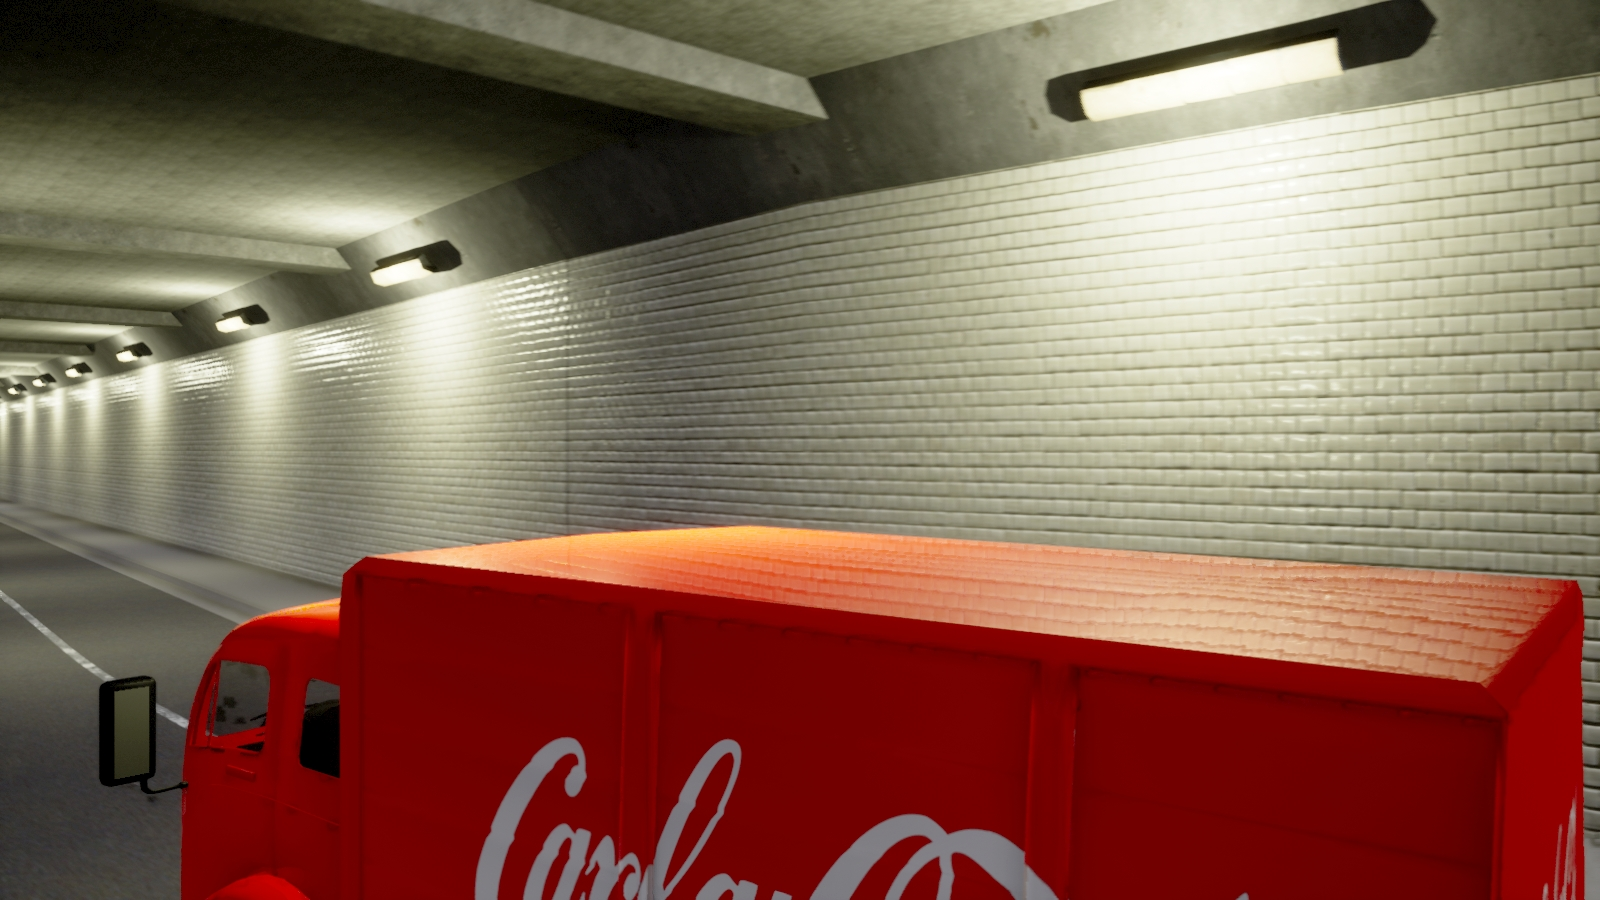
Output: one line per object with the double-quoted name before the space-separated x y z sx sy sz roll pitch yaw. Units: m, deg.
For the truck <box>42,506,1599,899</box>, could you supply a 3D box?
"truck" -0.289 1.569 4.163 5.204 2.467 2.627 0 0 38
